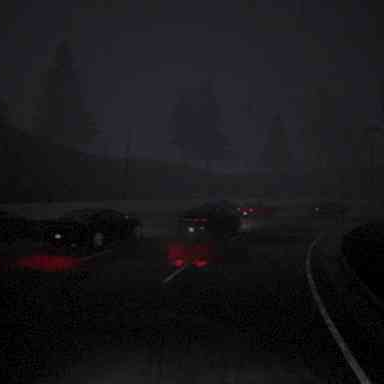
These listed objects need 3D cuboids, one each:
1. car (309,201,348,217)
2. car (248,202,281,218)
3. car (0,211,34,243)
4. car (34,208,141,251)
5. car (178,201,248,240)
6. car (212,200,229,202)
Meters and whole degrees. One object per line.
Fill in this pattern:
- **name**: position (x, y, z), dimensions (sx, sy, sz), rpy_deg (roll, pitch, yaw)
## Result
- **car**: position (12.920, 1.556, 31.397), dimensions (4.181, 1.385, 1.994), rpy_deg (0, 0, -38)
- **car**: position (6.118, 1.557, 30.157), dimensions (1.895, 1.301, 4.718), rpy_deg (0, 0, 44)
- **car**: position (-8.164, 1.465, 13.515), dimensions (2.033, 1.411, 5.357), rpy_deg (0, 0, 18)
- **car**: position (-3.930, 1.418, 14.113), dimensions (1.882, 1.535, 5.008), rpy_deg (0, 0, 19)
- **car**: position (1.001, 1.453, 16.850), dimensions (2.128, 1.511, 4.902), rpy_deg (0, 0, 25)
- **car**: position (2.764, 1.458, 31.931), dimensions (1.812, 1.442, 4.674), rpy_deg (0, 0, 42)
